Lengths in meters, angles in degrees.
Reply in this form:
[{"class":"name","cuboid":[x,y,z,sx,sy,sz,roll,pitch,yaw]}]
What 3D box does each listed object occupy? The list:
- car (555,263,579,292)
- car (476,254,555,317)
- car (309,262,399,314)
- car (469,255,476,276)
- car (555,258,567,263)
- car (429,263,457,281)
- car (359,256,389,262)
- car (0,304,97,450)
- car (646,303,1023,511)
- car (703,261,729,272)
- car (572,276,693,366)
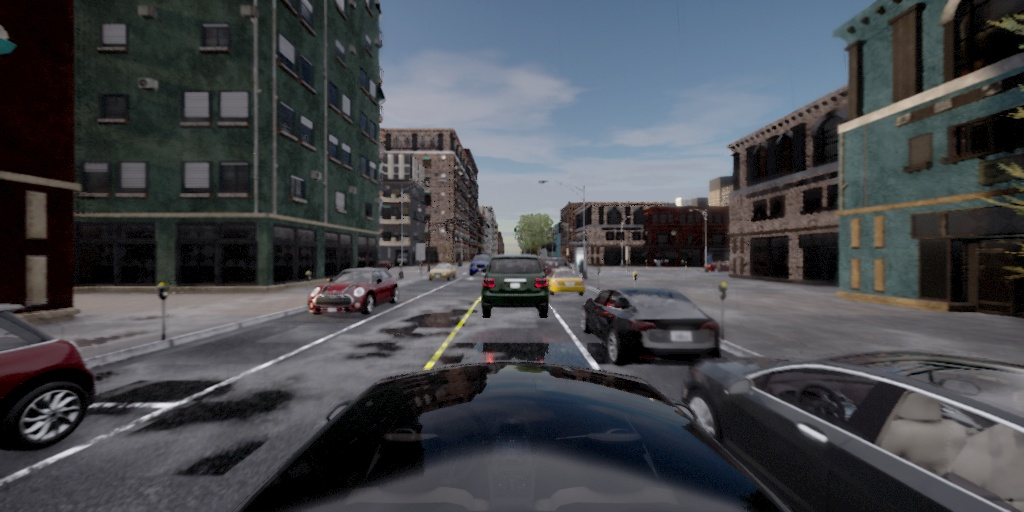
[{"class":"car","cuboid":[2.700,1.251,19.032,1.751,1.417,4.829,0,0,0]},{"class":"car","cuboid":[0.108,0.955,13.248,2.150,2.045,5.566,0,0,0]},{"class":"car","cuboid":[-5.683,1.173,13.328,1.967,1.591,4.097,0,0,0]},{"class":"car","cuboid":[-2.984,0.916,36.238,2.150,2.045,5.566,0,0,0]},{"class":"car","cuboid":[2.703,1.032,24.402,2.192,1.841,5.009,0,0,0]},{"class":"car","cuboid":[-5.675,1.235,29.777,1.751,1.417,4.829,0,0,0]},{"class":"car","cuboid":[-17.253,0.953,44.183,5.009,1.841,2.192,0,0,0]},{"class":"car","cuboid":[-5.690,1.189,2.248,1.967,1.591,4.097,0,0,0]},{"class":"car","cuboid":[2.691,1.300,2.243,2.007,1.370,4.403,0,0,0]},{"class":"car","cuboid":[26.171,1.359,44.416,4.507,1.381,1.888,0,0,0]},{"class":"car","cuboid":[2.694,1.307,7.783,1.948,1.339,4.313,0,0,0]}]
